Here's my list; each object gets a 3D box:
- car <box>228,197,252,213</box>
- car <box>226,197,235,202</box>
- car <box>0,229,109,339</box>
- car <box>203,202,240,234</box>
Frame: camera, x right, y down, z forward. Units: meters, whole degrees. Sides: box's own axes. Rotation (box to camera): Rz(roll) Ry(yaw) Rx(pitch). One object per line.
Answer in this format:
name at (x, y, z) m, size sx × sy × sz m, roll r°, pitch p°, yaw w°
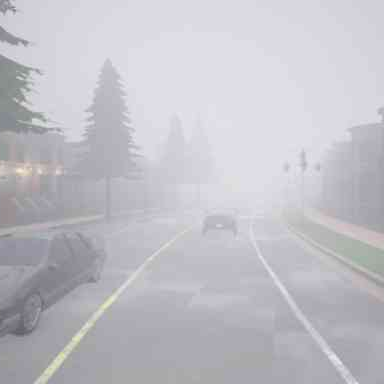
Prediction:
car at (5.723, 1.615, 37.733) m, size 1.895 × 1.301 × 4.718 m, roll 0°, pitch 0°, yaw 16°
car at (6.647, 1.563, 53.671) m, size 2.033 × 1.411 × 5.357 m, roll 0°, pitch 0°, yaw 17°
car at (-3.323, 1.538, 6.968) m, size 2.033 × 1.411 × 5.357 m, roll 0°, pitch 0°, yaw 3°
car at (1.686, 1.529, 19.159) m, size 1.812 × 1.442 × 4.674 m, roll 0°, pitch 0°, yaw 8°
